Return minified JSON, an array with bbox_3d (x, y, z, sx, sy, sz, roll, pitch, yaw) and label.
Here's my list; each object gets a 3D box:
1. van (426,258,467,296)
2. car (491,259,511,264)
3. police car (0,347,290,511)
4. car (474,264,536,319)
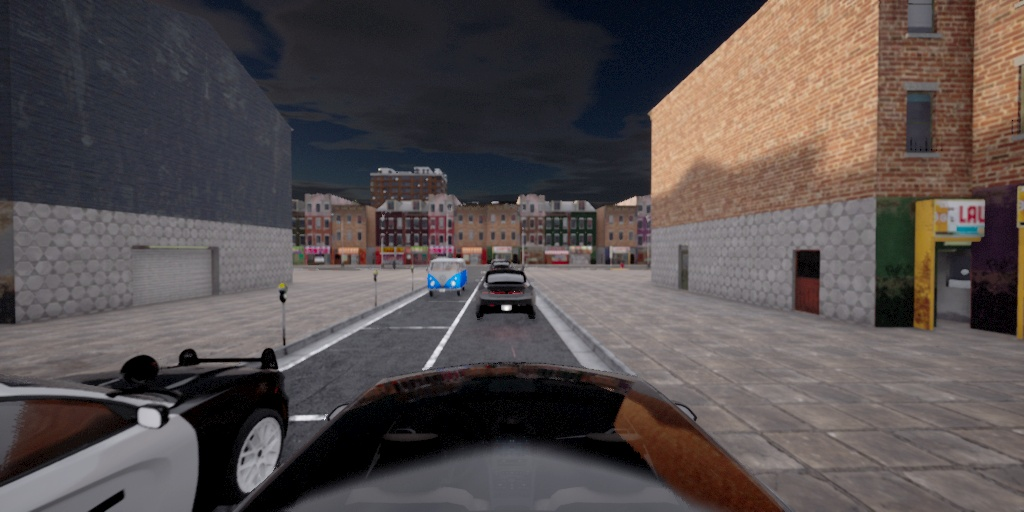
[{"bbox_3d":[-3.202,1.006,18.183,1.690,1.789,3.998,0,0,-2],"label":"van"},{"bbox_3d":[-0.809,1.117,27.361,1.837,1.490,4.892,0,-1,-2],"label":"car"},{"bbox_3d":[-2.944,1.180,1.439,1.930,1.638,5.238,0,0,-2],"label":"police car"},{"bbox_3d":[-0.252,1.197,12.590,1.837,1.490,4.892,0,1,-2],"label":"car"}]
